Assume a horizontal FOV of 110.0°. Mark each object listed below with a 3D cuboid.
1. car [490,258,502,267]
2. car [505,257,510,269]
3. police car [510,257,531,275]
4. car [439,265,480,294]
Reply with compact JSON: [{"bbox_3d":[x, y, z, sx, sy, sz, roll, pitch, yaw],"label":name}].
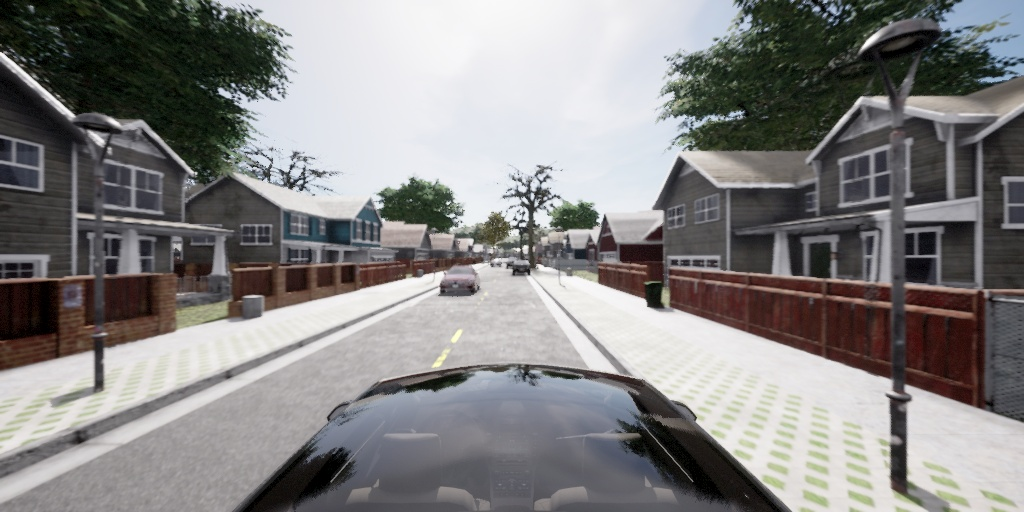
[{"bbox_3d":[-2.771,1.186,62.319,2.128,1.511,4.902,0,0,1],"label":"car"},{"bbox_3d":[0.009,1.208,56.557,1.837,1.490,4.892,0,0,0],"label":"car"},{"bbox_3d":[0.968,1.153,38.623,1.930,1.638,5.238,0,0,0],"label":"police car"},{"bbox_3d":[-2.846,1.270,20.382,1.812,1.442,4.674,0,0,0],"label":"car"}]
